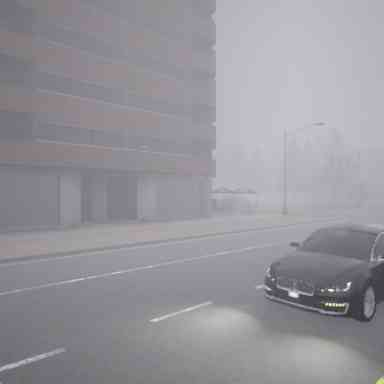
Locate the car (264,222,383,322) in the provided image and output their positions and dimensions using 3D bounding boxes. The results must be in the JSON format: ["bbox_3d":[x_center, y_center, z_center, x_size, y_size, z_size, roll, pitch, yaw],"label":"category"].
[{"bbox_3d":[3.556,1.502,7.422,4.892,1.490,1.837,-1,1,-42],"label":"car"}]

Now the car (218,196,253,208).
[{"bbox_3d":[6.502,1.297,47.629,2.097,1.767,4.553,0,0,-44],"label":"car"}]
